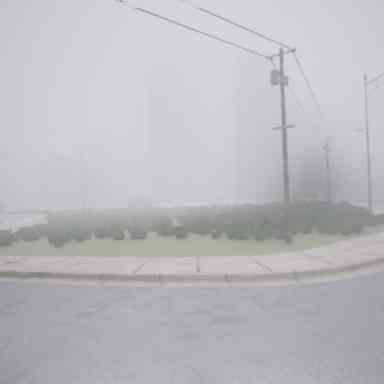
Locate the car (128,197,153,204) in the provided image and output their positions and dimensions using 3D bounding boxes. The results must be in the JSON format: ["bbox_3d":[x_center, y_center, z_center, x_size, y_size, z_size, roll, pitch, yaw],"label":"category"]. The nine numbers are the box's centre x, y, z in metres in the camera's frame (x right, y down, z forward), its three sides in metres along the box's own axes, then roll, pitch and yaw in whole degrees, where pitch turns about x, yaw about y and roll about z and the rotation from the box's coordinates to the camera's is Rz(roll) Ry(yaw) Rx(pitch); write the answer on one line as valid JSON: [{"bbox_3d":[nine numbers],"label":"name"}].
[{"bbox_3d":[-6.833,1.431,44.366,2.242,1.667,4.611,-2,1,15],"label":"car"}]

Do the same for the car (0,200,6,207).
[{"bbox_3d":[-30.217,2.213,50.576,1.905,1.878,3.866,-2,1,15],"label":"car"}]
